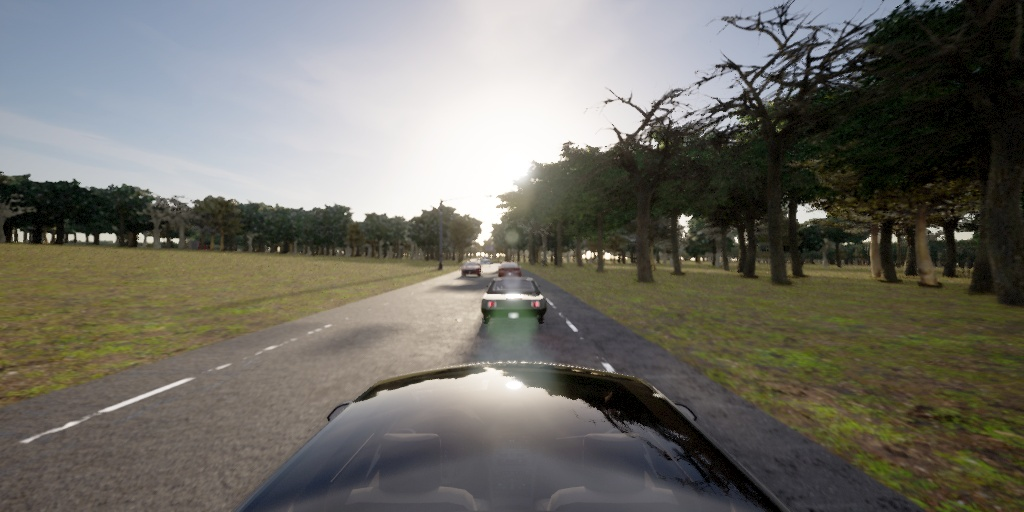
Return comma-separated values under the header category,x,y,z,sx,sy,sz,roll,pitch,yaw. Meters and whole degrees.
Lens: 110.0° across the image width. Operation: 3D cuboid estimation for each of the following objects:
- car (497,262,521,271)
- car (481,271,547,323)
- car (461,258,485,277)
category,x,y,z,sx,sy,sz,roll,pitch,yaw
car,-0.221,1.252,30.468,1.882,1.535,5.008,1,0,-1
car,0.037,1.372,12.191,1.895,1.301,4.718,0,0,0
car,-4.083,1.289,36.513,1.882,1.535,5.008,-1,-1,-2
